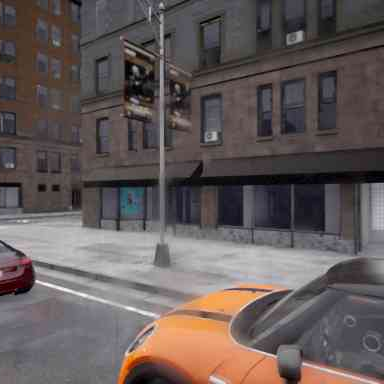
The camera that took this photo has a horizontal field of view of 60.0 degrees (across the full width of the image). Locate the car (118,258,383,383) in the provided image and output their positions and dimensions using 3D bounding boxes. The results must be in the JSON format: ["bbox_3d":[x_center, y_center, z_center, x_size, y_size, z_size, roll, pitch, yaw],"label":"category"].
[{"bbox_3d":[1.524,1.352,2.599,4.553,1.767,2.097,0,0,36],"label":"car"}]

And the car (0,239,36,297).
[{"bbox_3d":[-5.416,1.563,7.533,4.181,1.385,1.994,0,0,36],"label":"car"}]
